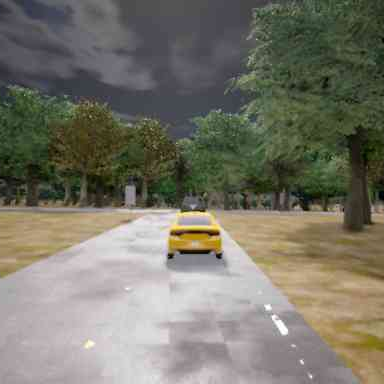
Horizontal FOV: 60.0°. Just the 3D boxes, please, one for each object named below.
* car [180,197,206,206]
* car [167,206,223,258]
[{"bbox_3d":[0.088,1.451,30.472,2.150,2.045,5.566,0,-1,0],"label":"car"},{"bbox_3d":[0.096,1.522,13.077,1.882,1.535,5.008,0,0,0],"label":"car"}]
